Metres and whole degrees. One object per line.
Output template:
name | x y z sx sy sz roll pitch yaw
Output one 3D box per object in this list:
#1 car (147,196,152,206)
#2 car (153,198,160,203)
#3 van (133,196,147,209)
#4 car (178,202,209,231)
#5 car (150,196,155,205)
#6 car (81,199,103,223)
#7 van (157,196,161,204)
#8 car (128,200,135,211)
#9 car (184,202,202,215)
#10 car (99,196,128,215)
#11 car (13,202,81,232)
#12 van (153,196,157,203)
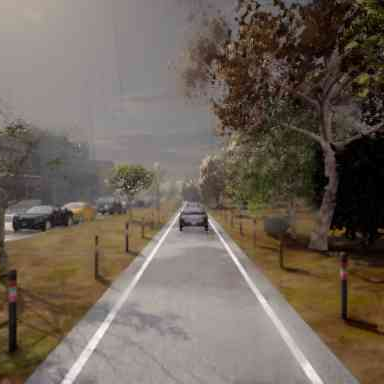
car | -9.046 1.961 59.379 2.231 1.521 4.892 0 -2 -2
car | -9.825 2.390 92.587 2.002 1.452 4.674 1 -2 -5
van | -9.047 1.689 53.696 1.878 1.987 4.442 0 -1 2
car | 0.111 1.673 22.282 2.128 1.511 4.902 0 0 0
car | -9.049 2.057 64.889 2.163 1.488 4.792 0 -2 -2
car | -9.022 1.572 26.096 2.097 1.535 5.008 0 -1 2
van | -9.217 1.996 81.354 1.878 1.987 4.442 0 -2 -2
car | -9.034 1.821 42.723 2.002 1.452 4.674 0 -1 0
car | 0.118 1.883 39.278 1.994 1.385 4.181 0 -1 0
car | -9.029 1.464 35.982 2.435 2.045 5.566 0 -1 1
car | -9.018 1.523 20.548 2.097 1.535 5.008 0 -1 2
van | -9.056 1.879 71.404 1.878 1.987 4.442 0 -2 -2
